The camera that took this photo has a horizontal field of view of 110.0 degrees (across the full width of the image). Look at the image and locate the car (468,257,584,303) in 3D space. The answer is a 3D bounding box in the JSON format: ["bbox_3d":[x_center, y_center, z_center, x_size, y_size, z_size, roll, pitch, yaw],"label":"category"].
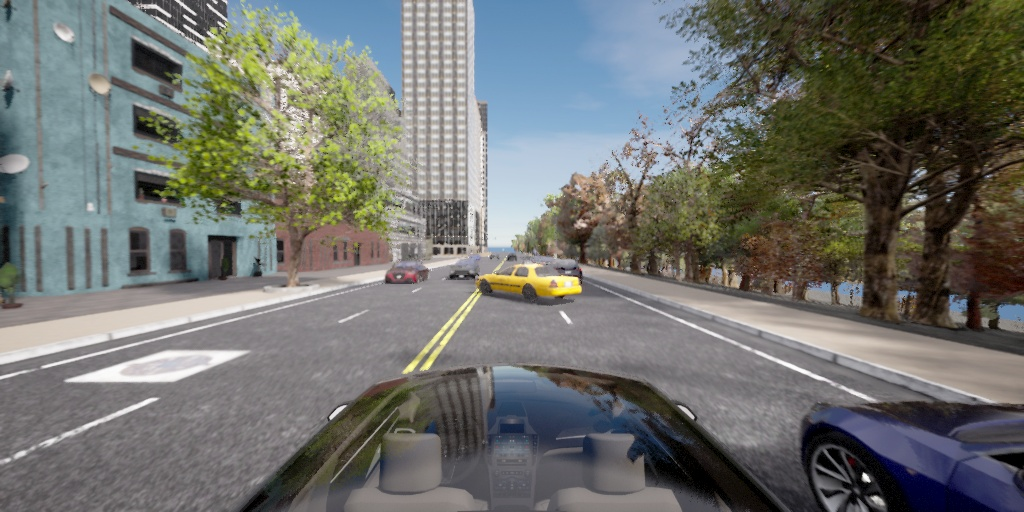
[{"bbox_3d":[0.466,0.998,15.483,1.801,1.575,5.366,-1,1,-40],"label":"car"}]

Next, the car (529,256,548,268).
[{"bbox_3d":[3.247,0.664,44.843,1.994,1.385,4.181,0,1,0],"label":"car"}]

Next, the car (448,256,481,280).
[{"bbox_3d":[-3.347,0.925,26.395,2.033,1.411,5.357,0,1,0],"label":"car"}]

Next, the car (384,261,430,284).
[{"bbox_3d":[-6.594,0.994,22.905,1.994,1.385,4.181,0,1,0],"label":"car"}]

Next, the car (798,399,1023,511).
[{"bbox_3d":[3.250,1.267,0.875,2.163,1.488,4.792,0,1,0],"label":"car"}]

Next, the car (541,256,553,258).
[{"bbox_3d":[3.249,0.934,22.873,2.163,1.488,4.792,0,1,0],"label":"car"}]

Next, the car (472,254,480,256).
[{"bbox_3d":[-6.517,0.330,64.607,1.812,1.442,4.674,0,1,0],"label":"car"}]
